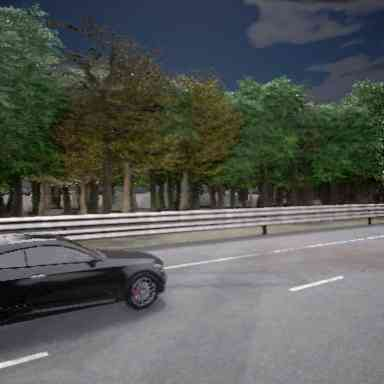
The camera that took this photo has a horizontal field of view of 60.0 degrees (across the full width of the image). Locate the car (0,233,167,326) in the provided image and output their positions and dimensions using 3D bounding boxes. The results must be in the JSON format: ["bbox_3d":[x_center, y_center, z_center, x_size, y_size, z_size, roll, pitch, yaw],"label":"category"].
[{"bbox_3d":[-2.708,1.511,6.144,4.674,1.442,1.812,0,0,-35],"label":"car"}]
